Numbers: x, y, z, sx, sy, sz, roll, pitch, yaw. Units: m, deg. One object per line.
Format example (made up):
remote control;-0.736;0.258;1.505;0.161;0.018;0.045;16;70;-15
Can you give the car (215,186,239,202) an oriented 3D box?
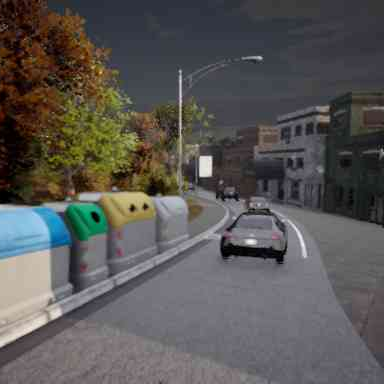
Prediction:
car;4.641;0.145;44.894;2.150;2.045;5.566;0;3;-8

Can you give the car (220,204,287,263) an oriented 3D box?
car;2.261;1.375;11.514;1.994;1.385;4.181;2;1;16

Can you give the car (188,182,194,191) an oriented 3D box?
car;-1.194;-1.201;66.272;2.097;1.767;4.553;-1;5;-17

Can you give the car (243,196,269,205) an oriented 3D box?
car;5.450;1.011;28.427;2.033;1.411;5.357;1;1;5
